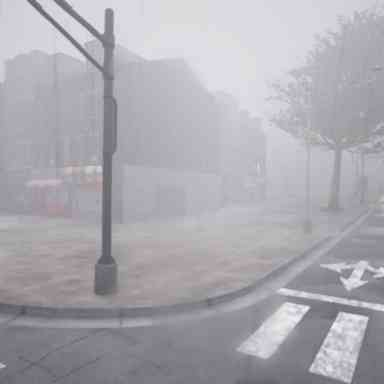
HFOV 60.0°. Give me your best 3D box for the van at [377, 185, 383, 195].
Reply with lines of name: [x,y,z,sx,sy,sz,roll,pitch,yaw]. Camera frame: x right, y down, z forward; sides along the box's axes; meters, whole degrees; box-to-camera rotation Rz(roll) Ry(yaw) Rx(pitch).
van: [35.651,-0.342,62.141,1.690,1.788,3.998,2,2,33]

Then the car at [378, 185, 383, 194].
car: [40.143,-0.529,69.125,2.192,1.841,5.009,2,2,33]

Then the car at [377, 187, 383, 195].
car: [37.443,-0.198,64.941,2.008,1.369,4.403,2,2,33]
